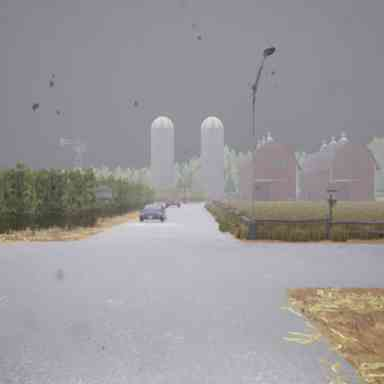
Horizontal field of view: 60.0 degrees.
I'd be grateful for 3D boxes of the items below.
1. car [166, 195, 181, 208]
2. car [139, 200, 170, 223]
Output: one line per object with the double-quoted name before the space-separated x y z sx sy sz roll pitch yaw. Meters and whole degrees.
"car" -3.079 1.532 55.236 2.150 2.045 5.566 0 0 0
"car" -3.089 1.649 27.067 1.812 1.442 4.674 0 -1 0
